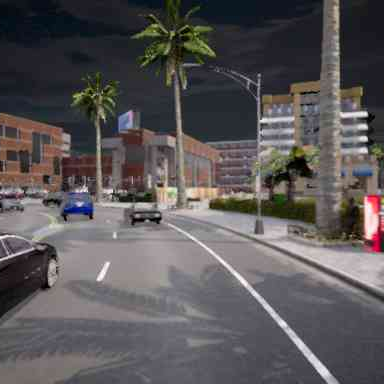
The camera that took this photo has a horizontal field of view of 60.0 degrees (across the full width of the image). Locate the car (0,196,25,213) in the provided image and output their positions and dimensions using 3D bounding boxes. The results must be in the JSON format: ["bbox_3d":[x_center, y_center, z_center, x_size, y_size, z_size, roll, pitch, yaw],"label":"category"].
[{"bbox_3d":[-18.342,1.357,33.518,1.994,1.385,4.181,-1,1,-42],"label":"car"}]

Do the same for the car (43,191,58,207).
[{"bbox_3d":[-17.161,0.965,43.088,5.566,2.045,2.150,-1,-1,40],"label":"car"}]

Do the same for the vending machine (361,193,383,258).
[{"bbox_3d":[6.510,1.080,11.244,1.100,2.100,0.880,0,0,-8],"label":"vending machine"}]

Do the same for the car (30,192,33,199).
[{"bbox_3d":[-37.242,0.884,80.727,4.193,1.474,1.816,0,0,17],"label":"car"}]

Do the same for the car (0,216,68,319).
[{"bbox_3d":[-3.937,1.456,5.989,2.128,1.511,4.902,0,0,-5],"label":"car"}]

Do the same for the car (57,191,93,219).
[{"bbox_3d":[-9.277,1.038,26.585,2.150,2.045,5.566,0,0,-25],"label":"car"}]

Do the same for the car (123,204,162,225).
[{"bbox_3d":[-3.463,1.452,22.339,1.895,1.301,4.718,0,0,-19],"label":"car"}]

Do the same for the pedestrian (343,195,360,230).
[{"bbox_3d":[5.976,1.018,12.506,0.375,1.860,0.375,0,0,-9],"label":"pedestrian"}]
